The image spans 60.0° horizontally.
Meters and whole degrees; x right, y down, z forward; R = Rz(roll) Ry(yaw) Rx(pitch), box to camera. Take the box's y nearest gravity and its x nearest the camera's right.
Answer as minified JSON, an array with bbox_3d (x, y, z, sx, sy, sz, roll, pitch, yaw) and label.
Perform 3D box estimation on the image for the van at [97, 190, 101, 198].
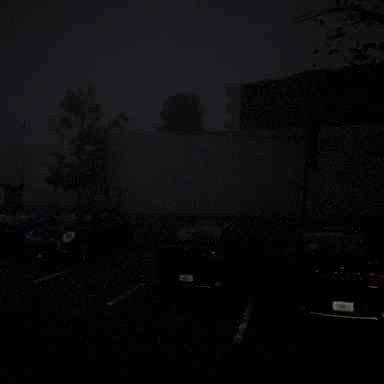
[{"bbox_3d":[-18.460,0.227,65.614,4.442,1.987,1.878,3,6,39],"label":"van"}]

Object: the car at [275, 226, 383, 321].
[{"bbox_3d":[2.963,1.503,7.346,2.231,1.521,4.892,0,-1,16],"label":"car"}]

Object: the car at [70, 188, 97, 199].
[{"bbox_3d":[-21.129,0.621,64.191,5.008,1.535,2.097,3,6,39],"label":"car"}]

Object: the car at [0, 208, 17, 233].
[{"bbox_3d":[-13.358,1.769,20.048,2.163,1.488,4.792,-1,-1,20],"label":"car"}]

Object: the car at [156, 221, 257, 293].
[{"bbox_3d":[0.577,1.533,9.091,2.231,1.521,4.892,-1,-1,17],"label":"car"}]

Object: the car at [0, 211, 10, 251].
[{"bbox_3d":[-6.471,1.628,14.454,2.097,1.535,5.008,-1,-1,19],"label":"car"}]

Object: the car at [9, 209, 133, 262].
[{"bbox_3d":[-4.122,1.470,12.681,2.185,1.767,4.553,0,-1,18],"label":"car"}]
